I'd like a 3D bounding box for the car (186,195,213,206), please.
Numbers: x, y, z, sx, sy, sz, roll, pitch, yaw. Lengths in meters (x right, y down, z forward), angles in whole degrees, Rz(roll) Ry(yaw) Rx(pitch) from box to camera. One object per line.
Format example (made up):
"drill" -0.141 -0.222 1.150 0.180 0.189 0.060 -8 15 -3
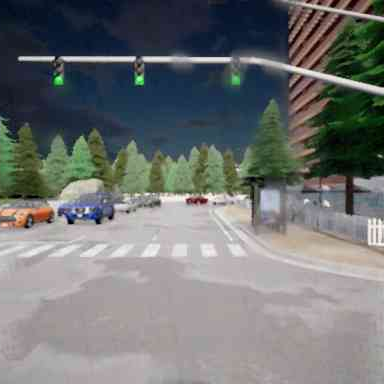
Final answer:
"car" 0.893 1.236 51.165 1.882 1.535 5.008 0 0 30

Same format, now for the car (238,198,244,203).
"car" 6.725 1.235 59.545 1.812 1.442 4.674 0 0 44

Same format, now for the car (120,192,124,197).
"car" -9.760 1.053 39.992 2.150 2.045 5.566 0 0 9

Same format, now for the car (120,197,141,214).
"car" -6.846 1.450 33.437 1.895 1.301 4.718 0 0 3

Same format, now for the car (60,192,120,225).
"car" -7.027 1.110 23.672 2.150 2.045 5.566 0 0 1

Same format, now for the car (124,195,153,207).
"car" -7.723 1.283 48.583 2.128 1.511 4.902 0 0 19

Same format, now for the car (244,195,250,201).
"car" 11.157 1.191 59.075 4.902 1.511 2.128 0 0 -42

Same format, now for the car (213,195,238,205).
"car" 4.836 1.349 51.101 1.895 1.301 4.718 0 0 30

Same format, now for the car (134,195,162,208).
"car" -5.543 1.158 43.488 2.097 1.767 4.553 0 0 13

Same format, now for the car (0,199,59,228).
"car" -10.526 1.261 20.987 2.097 1.767 4.553 0 0 1
